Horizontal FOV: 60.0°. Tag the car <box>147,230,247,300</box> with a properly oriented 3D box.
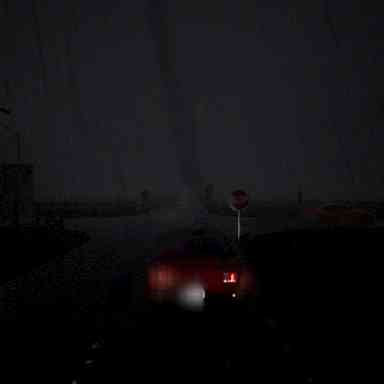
[{"bbox_3d":[0.091,1.596,8.344,1.895,1.301,4.718,0,0,0],"label":"car"}]

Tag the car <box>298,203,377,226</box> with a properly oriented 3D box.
[{"bbox_3d":[9.943,1.493,22.871,5.008,1.535,1.882,0,1,3],"label":"car"}]

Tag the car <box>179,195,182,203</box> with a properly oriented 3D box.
[{"bbox_3d":[-2.891,1.412,50.800,1.837,1.490,4.892,0,0,0],"label":"car"}]

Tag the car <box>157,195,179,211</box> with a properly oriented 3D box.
[{"bbox_3d":[-2.918,1.419,39.362,1.882,1.535,5.008,0,0,1],"label":"car"}]
